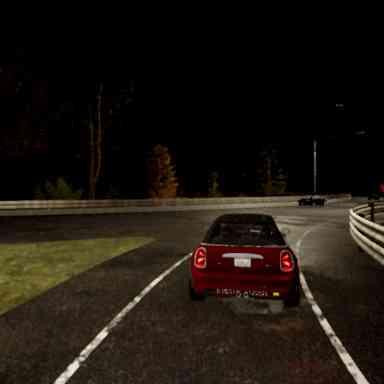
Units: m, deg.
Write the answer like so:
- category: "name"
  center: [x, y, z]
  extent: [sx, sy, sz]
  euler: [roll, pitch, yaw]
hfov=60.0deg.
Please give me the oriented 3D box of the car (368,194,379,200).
- category: "car"
  center: [38.055, 1.062, 69.708]
  extent: [1.895, 1.301, 4.718]
  euler: [0, 0, 28]

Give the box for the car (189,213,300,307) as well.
- category: "car"
  center: [1.318, 1.289, 8.147]
  extent: [2.097, 1.767, 4.553]
  euler: [0, 0, 11]

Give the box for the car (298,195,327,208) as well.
- category: "car"
  center: [15.258, 1.151, 42.085]
  extent: [4.902, 1.511, 2.128]
  euler: [0, 1, -43]
